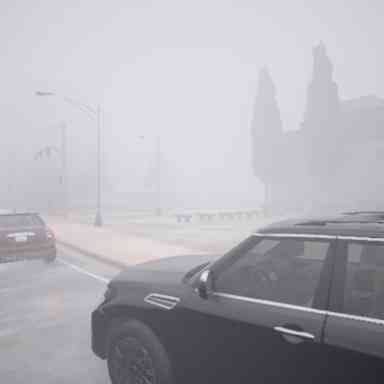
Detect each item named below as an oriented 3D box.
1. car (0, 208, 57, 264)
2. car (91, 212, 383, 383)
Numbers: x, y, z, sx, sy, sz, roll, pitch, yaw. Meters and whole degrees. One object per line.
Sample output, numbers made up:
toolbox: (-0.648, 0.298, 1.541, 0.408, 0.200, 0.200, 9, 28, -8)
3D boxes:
car: (-6.212, 1.353, 11.092, 2.097, 1.767, 4.553, 0, 0, -40)
car: (1.439, 1.219, 3.168, 5.566, 2.045, 2.150, 0, 0, 36)
